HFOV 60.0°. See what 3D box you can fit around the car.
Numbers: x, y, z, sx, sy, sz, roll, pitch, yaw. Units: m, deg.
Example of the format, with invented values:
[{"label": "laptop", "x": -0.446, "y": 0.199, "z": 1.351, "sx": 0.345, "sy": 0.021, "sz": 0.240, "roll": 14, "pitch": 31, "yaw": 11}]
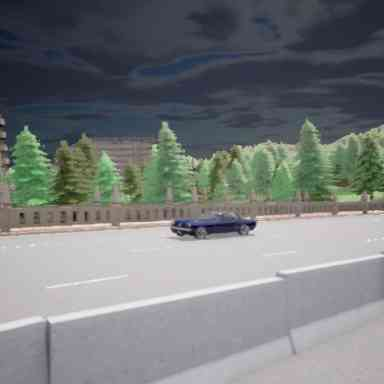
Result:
[{"label": "car", "x": 1.199, "y": 1.717, "z": 17.741, "sx": 4.718, "sy": 1.301, "sz": 1.895, "roll": 1, "pitch": 0, "yaw": -35}]
